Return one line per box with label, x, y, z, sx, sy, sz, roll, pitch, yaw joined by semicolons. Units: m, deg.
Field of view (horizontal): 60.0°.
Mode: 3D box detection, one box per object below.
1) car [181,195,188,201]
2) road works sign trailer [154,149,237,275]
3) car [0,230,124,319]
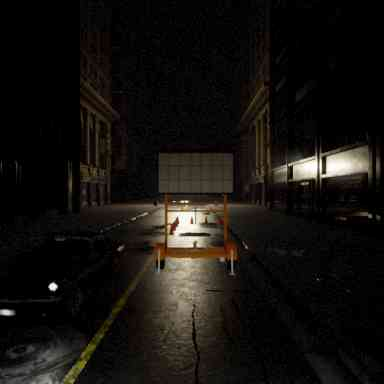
car;-1.934;1.555;88.764;2.128;1.511;4.902;0;0;1
road works sign trailer;0.114;0.466;10.413;2.380;3.560;2.880;0;0;1
car;-2.923;1.602;7.477;1.895;1.301;4.718;0;0;1
